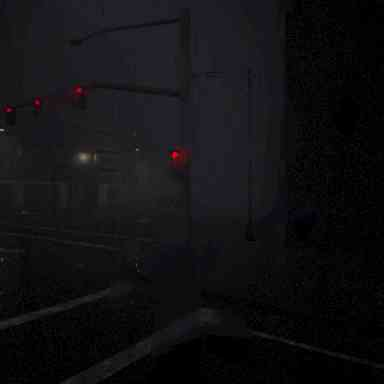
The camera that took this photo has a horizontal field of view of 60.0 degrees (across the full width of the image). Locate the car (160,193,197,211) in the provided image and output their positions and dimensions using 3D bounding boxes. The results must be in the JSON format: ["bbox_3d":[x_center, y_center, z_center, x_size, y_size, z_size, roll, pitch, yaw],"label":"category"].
[{"bbox_3d":[-1.558,1.192,40.702,2.150,2.045,5.566,0,0,35],"label":"car"}]
